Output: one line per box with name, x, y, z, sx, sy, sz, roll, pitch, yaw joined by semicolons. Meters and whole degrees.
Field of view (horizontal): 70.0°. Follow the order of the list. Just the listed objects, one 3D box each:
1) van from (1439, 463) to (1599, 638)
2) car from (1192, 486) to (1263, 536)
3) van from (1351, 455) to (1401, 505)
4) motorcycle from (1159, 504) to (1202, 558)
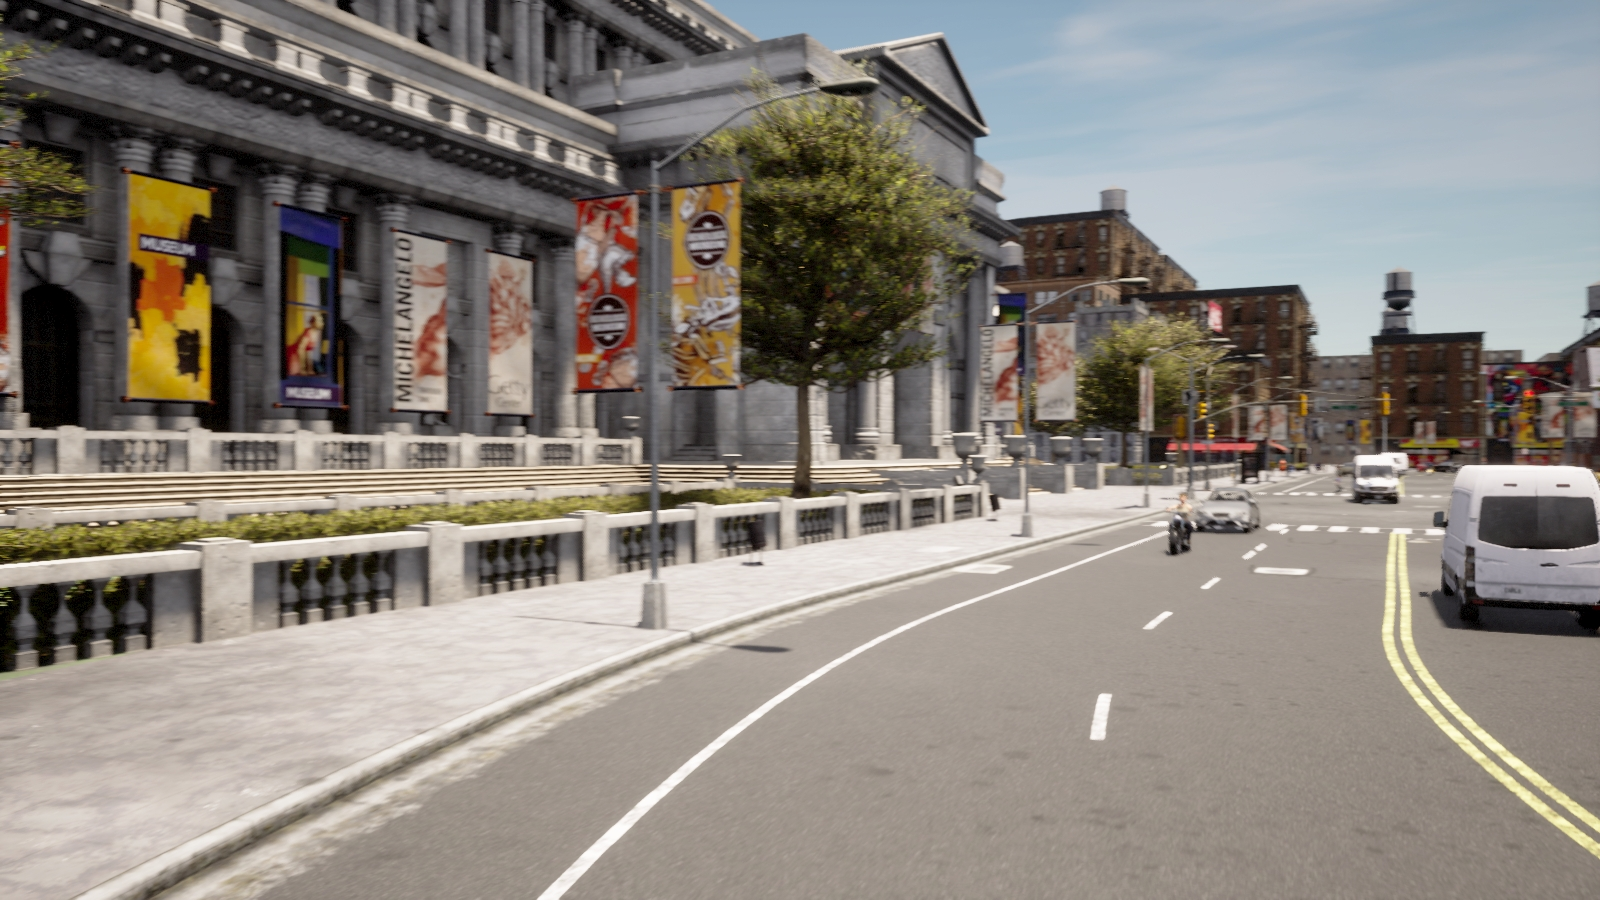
van;12.632;1.552;20.205;1.988;2.561;5.915;0;0;26
car;15.026;2.087;40.009;1.816;1.474;4.193;0;0;28
van;31.202;1.578;62.030;1.988;2.561;5.915;0;0;23
motorcycle;10.405;2.185;31.191;0.764;1.277;2.356;0;0;28
